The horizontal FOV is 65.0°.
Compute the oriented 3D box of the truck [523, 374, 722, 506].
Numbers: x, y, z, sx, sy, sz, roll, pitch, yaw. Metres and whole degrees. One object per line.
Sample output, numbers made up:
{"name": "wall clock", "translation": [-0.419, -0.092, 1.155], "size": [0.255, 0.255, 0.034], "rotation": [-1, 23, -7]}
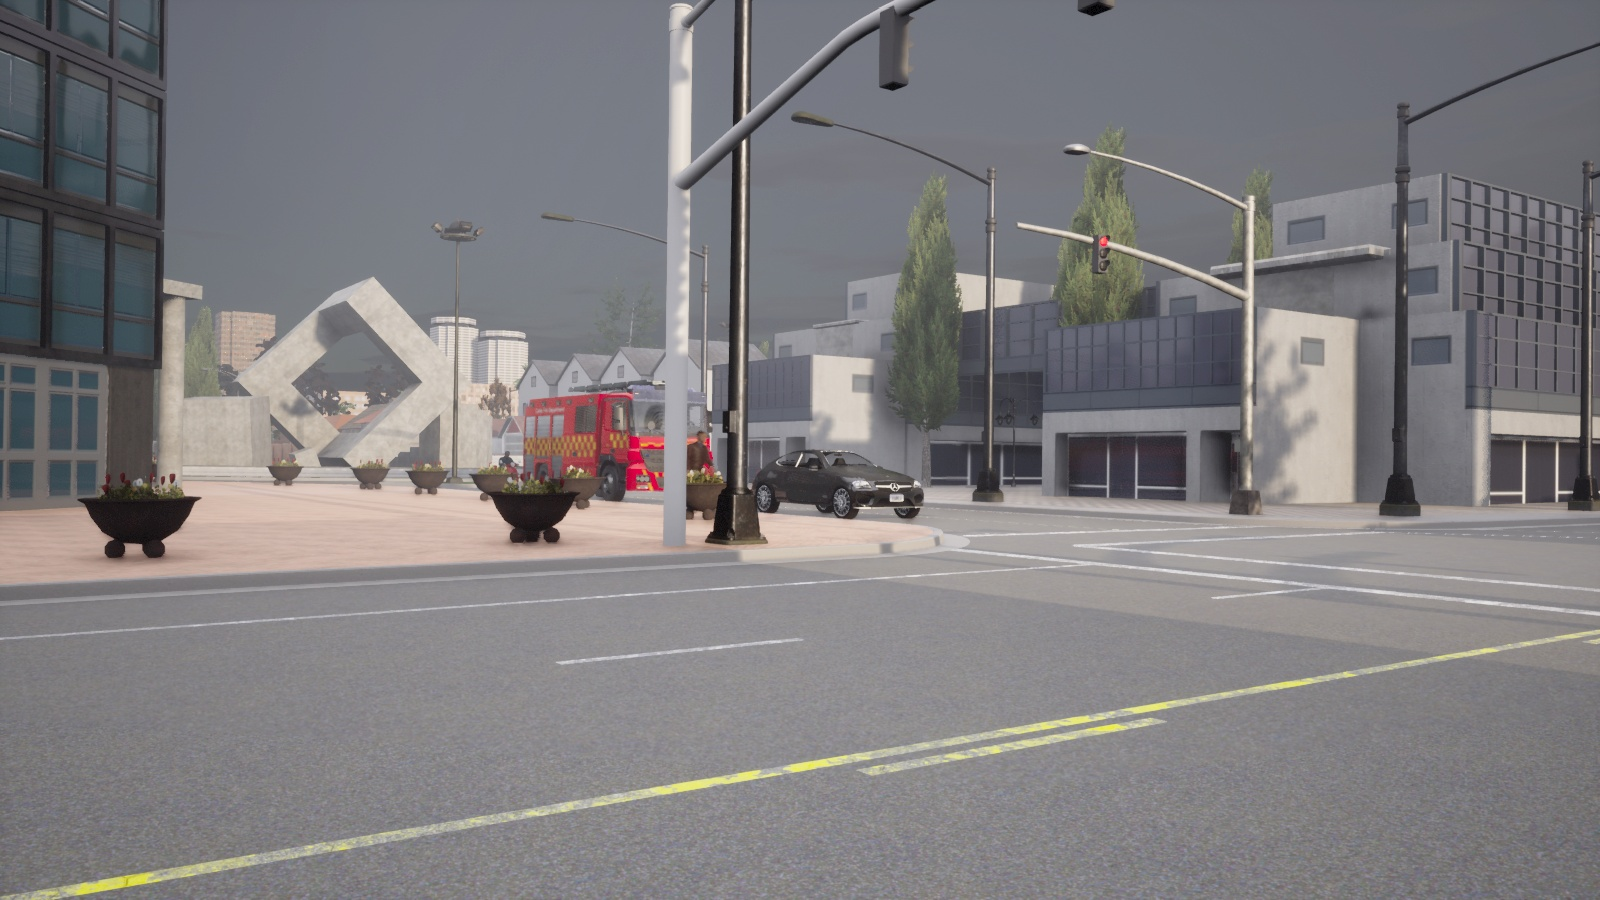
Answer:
{"name": "truck", "translation": [-5.982, -0.266, 40.798], "size": [2.891, 3.827, 8.468], "rotation": [1, -1, -34]}

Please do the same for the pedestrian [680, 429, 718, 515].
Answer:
{"name": "pedestrian", "translation": [-2.208, 0.476, 27.451], "size": [0.703, 1.840, 0.431], "rotation": [0, -1, 38]}

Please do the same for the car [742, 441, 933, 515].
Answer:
{"name": "car", "translation": [0.809, 0.645, 30.856], "size": [2.152, 1.651, 5.027], "rotation": [1, -1, -34]}
